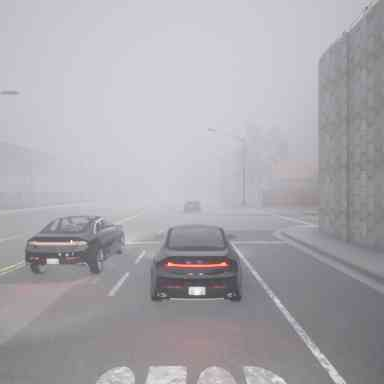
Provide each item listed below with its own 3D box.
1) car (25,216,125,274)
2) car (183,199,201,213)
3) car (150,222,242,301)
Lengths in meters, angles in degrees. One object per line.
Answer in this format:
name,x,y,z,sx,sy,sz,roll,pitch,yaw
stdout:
car,-3.421,1.491,10.581,2.128,1.511,4.902,0,0,0
car,0.023,1.490,37.603,2.128,1.511,4.902,0,0,0
car,0.084,1.505,8.311,1.837,1.490,4.892,0,0,0
